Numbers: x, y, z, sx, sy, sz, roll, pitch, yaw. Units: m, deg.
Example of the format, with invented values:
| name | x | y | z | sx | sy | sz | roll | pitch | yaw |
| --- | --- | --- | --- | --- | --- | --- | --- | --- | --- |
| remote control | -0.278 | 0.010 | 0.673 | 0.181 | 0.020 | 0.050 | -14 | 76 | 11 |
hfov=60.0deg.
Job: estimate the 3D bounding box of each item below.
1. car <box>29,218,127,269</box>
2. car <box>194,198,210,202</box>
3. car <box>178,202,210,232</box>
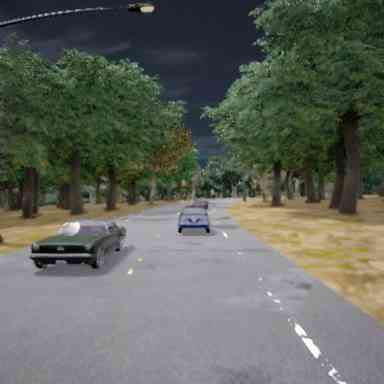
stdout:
| name | x | y | z | sx | sy | sz | roll | pitch | yaw |
| --- | --- | --- | --- | --- | --- | --- | --- | --- | --- |
| car | -3.585 | 1.619 | 11.317 | 1.895 | 1.301 | 4.718 | 0 | 0 | 0 |
| car | 1.198 | 1.468 | 42.199 | 2.128 | 1.511 | 4.902 | 0 | 0 | 5 |
| car | 0.126 | 1.568 | 20.439 | 2.033 | 1.411 | 5.357 | 0 | 0 | 0 |
